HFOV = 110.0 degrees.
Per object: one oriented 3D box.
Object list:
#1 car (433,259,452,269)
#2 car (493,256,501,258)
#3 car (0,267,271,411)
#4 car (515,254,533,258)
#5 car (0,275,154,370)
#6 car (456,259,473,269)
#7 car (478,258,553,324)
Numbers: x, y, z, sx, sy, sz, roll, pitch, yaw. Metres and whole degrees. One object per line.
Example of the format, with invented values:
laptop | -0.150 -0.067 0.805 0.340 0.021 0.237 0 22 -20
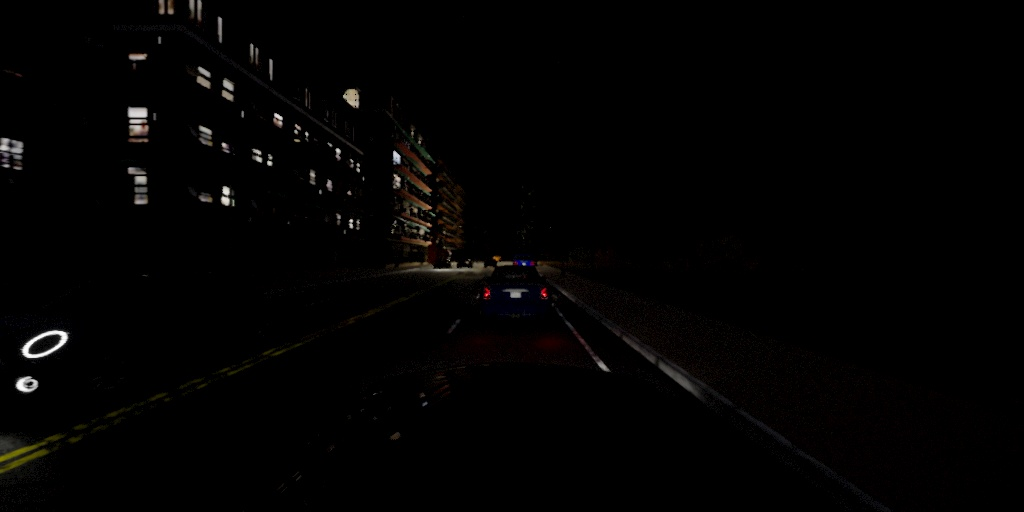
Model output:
car | -9.814 1.108 50.728 1.994 1.385 4.181 0 0 0
car | -3.236 1.019 54.409 2.128 1.511 4.902 0 0 0
car | -6.599 1.083 6.336 2.097 1.767 4.553 0 0 0
car | 1.137 0.832 36.140 2.150 2.045 5.566 0 0 0
car | -9.849 1.235 6.502 1.837 1.490 4.892 0 0 0
car | -6.566 1.093 50.390 2.033 1.411 5.357 0 0 0
car | 0.100 1.062 11.899 2.097 1.767 4.553 0 0 0
